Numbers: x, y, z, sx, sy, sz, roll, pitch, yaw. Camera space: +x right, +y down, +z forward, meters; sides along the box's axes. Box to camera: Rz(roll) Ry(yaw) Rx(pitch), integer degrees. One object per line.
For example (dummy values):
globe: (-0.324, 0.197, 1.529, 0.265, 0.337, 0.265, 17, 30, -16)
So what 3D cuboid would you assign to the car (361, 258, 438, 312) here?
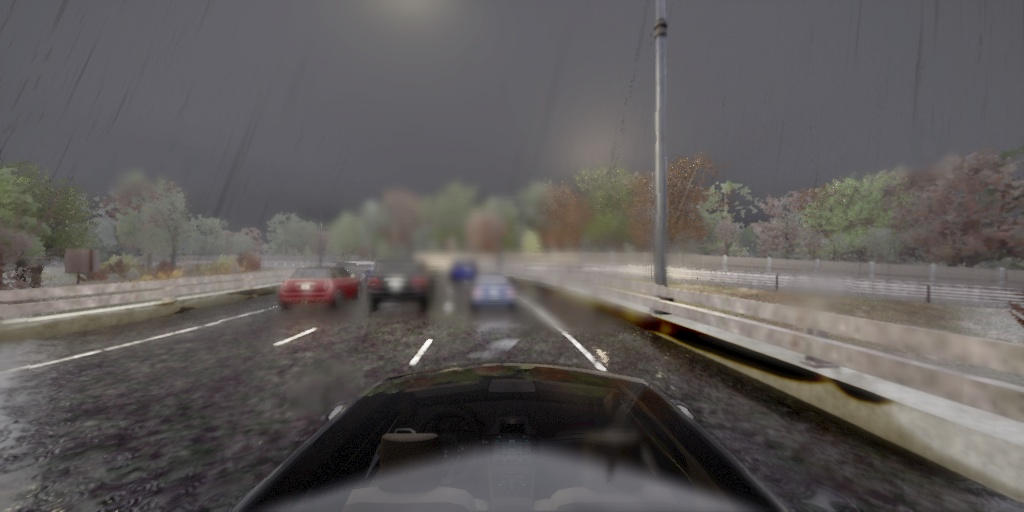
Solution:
car: (-4.452, 1.119, 15.293, 2.150, 2.045, 5.566, 0, 0, -8)

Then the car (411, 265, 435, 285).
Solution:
car: (-7.887, 1.573, 31.575, 1.837, 1.490, 4.892, 0, 0, -16)

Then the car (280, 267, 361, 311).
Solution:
car: (-8.057, 1.254, 15.699, 2.097, 1.767, 4.553, 0, -1, -8)

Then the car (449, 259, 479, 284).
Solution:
car: (-4.238, 1.286, 31.598, 2.150, 2.045, 5.566, 0, 0, -16)

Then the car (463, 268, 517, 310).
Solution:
car: (-0.969, 1.442, 15.650, 2.033, 1.411, 5.357, 0, -1, -8)
